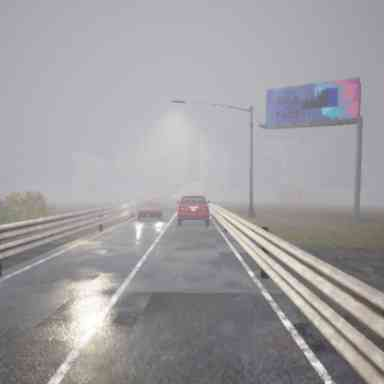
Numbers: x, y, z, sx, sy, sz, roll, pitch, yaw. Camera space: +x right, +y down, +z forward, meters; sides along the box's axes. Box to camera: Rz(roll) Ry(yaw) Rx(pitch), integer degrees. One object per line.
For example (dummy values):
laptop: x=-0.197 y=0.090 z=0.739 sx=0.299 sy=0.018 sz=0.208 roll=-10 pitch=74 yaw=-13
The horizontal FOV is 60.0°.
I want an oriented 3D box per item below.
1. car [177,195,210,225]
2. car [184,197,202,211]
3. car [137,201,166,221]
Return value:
car: x=0.111 y=1.215 z=23.875 sx=2.150 sy=2.045 sz=5.566 roll=0 pitch=0 yaw=0
car: x=0.095 y=1.479 z=42.499 sx=2.128 sy=1.511 sz=4.902 roll=0 pitch=0 yaw=0
car: x=-3.292 y=1.469 z=27.705 sx=1.882 sy=1.535 sz=5.008 roll=0 pitch=0 yaw=1
